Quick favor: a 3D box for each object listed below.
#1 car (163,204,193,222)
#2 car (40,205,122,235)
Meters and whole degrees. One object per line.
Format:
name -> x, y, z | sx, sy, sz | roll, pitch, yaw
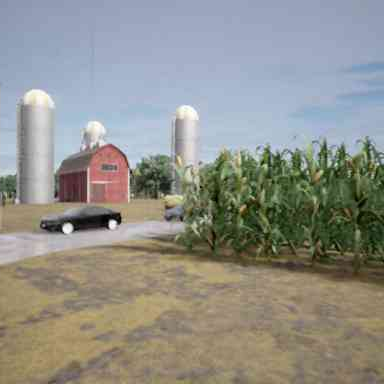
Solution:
car -> -0.436, 1.687, 28.216 | 1.837, 1.490, 4.892 | 1, 0, 36
car -> -6.488, 1.562, 19.901 | 1.882, 1.535, 5.008 | 1, 0, 37
